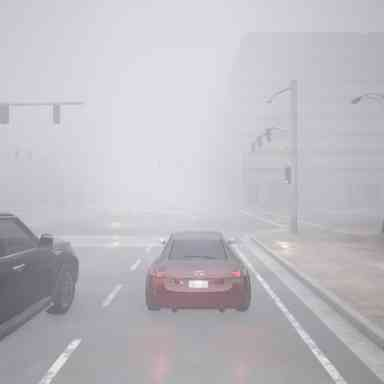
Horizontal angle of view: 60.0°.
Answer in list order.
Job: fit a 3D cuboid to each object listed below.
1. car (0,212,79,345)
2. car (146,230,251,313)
[{"bbox_3d":[-3.395,1.221,4.436,2.150,2.045,5.566,0,0,1],"label":"car"},{"bbox_3d":[0.115,1.564,7.761,1.994,1.385,4.181,0,0,0],"label":"car"}]
